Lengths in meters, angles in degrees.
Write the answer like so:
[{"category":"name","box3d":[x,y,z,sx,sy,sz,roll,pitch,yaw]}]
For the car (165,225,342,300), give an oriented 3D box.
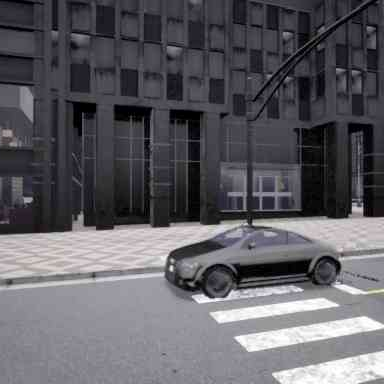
[{"category":"car","box3d":[1.451,1.532,8.136,4.181,1.385,1.994,-1,0,-17]}]
